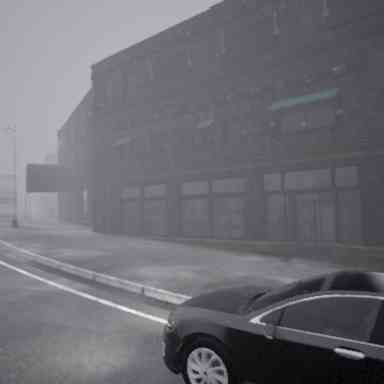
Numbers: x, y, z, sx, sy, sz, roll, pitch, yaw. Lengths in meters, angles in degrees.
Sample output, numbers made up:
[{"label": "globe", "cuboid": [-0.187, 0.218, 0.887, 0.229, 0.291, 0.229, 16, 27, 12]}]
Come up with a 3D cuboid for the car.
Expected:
[{"label": "car", "cuboid": [1.885, 1.642, 3.601, 4.892, 1.490, 1.837, 0, -2, 34]}]
